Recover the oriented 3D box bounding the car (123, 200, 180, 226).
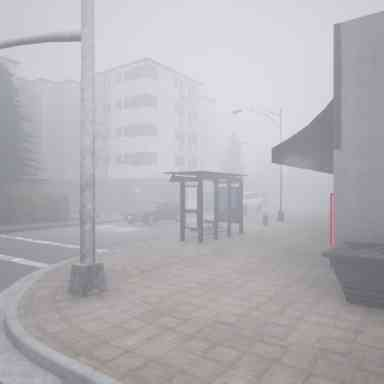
[{"bbox_3d":[-2.399,1.328,22.225,1.837,1.490,4.892,0,0,36],"label":"car"}]

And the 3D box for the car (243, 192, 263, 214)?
[{"bbox_3d":[5.030,1.042,32.564,2.150,2.045,5.566,0,0,36],"label":"car"}]
